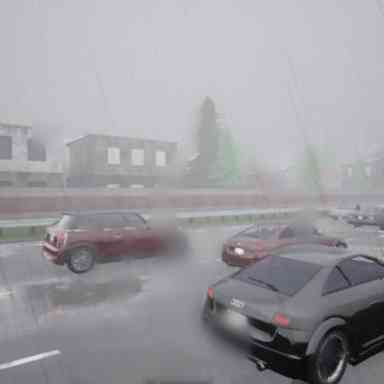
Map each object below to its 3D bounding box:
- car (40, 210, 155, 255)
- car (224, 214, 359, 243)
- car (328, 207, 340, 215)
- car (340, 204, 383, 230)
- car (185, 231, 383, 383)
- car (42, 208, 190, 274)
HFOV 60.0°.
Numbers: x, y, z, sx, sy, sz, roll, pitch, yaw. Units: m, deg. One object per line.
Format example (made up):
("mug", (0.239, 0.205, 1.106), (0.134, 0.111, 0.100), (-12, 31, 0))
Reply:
("car", (-3.880, 1.563, 13.907), (4.181, 1.385, 1.994), (0, 0, -35))
("car", (2.918, 1.562, 10.145), (4.181, 1.385, 1.994), (0, 0, -35))
("car", (12.684, 1.593, 25.699), (4.718, 1.301, 1.895), (0, 0, -35))
("car", (11.859, 1.541, 20.823), (5.357, 1.411, 2.033), (0, 0, -35))
("car", (2.210, 1.563, 5.355), (4.181, 1.385, 1.994), (0, 0, -35))
("car", (-2.266, 1.350, 10.764), (4.553, 1.767, 2.097), (0, 0, -35))
